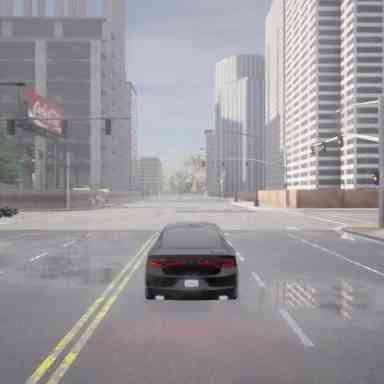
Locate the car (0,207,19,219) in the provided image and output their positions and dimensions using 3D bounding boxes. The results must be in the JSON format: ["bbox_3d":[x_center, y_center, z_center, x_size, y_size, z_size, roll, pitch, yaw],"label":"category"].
[{"bbox_3d":[-17.500,1.601,28.451,4.718,1.301,1.895,0,0,-1],"label":"car"}]

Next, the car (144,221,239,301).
[{"bbox_3d":[-0.003,1.478,8.420,1.882,1.535,5.008,0,0,0],"label":"car"}]
